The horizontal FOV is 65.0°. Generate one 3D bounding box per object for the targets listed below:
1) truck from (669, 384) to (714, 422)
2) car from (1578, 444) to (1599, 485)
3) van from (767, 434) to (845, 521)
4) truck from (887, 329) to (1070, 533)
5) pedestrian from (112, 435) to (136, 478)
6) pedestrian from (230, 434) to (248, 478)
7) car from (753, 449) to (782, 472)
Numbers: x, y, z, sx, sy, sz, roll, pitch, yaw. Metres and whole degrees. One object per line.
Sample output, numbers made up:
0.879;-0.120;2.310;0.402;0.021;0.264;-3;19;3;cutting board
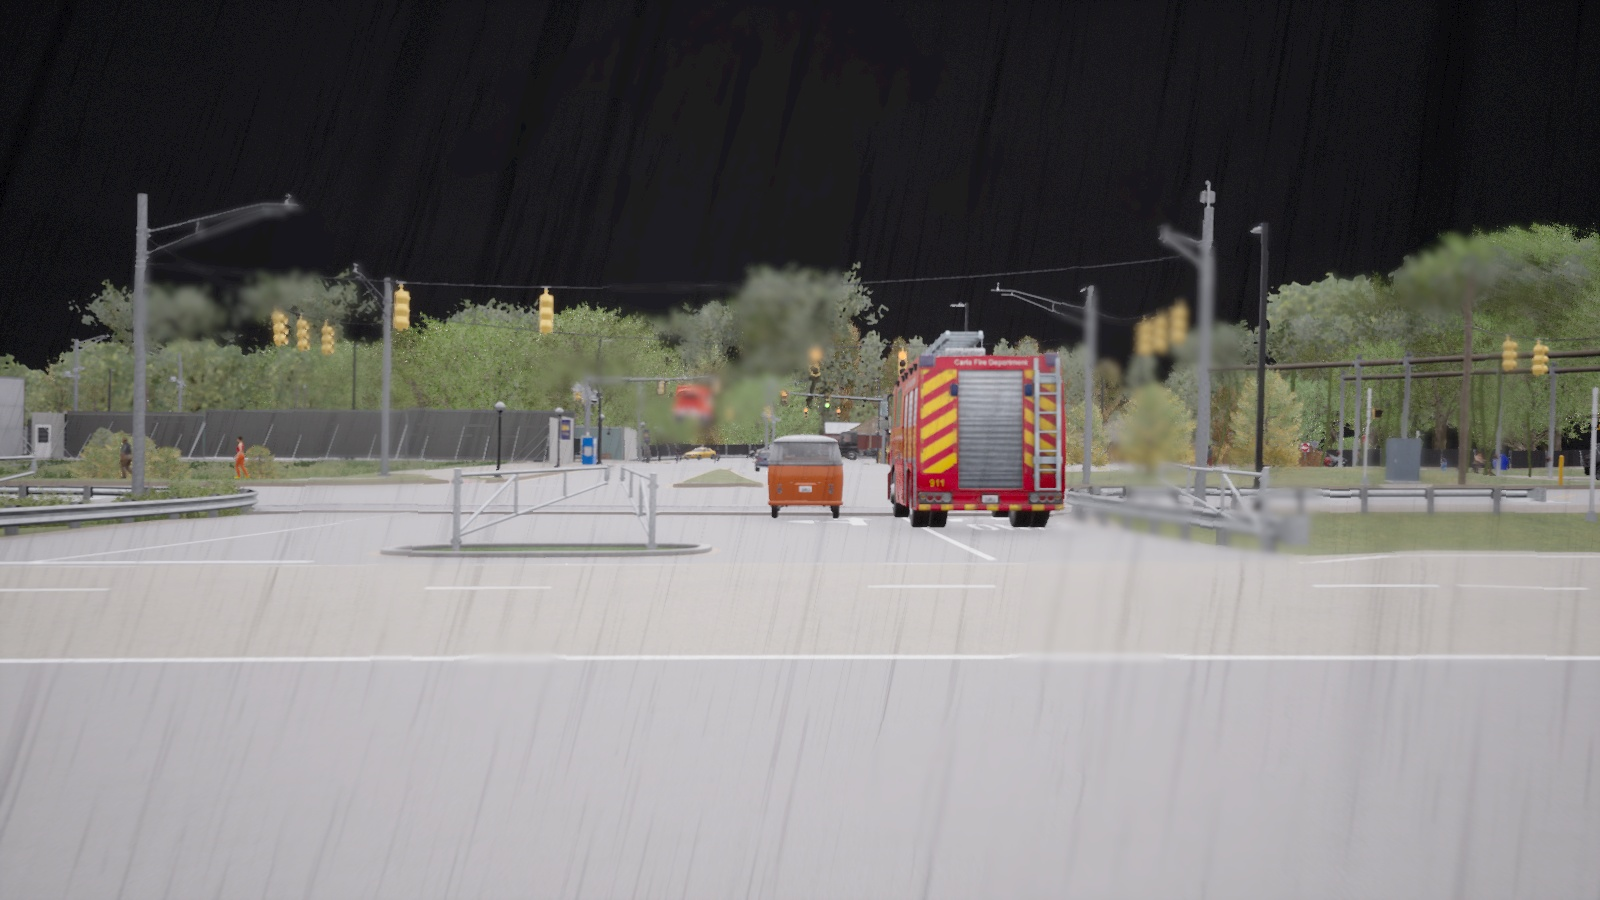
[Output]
-7.920;-3.390;91.997;2.627;2.467;5.204;3;0;1;truck
41.533;0.706;61.500;2.150;2.045;5.566;1;-1;-25;car
0.147;0.605;31.049;1.775;1.987;4.442;0;1;0;van
3.653;-0.306;27.835;2.891;3.827;8.468;0;-1;0;truck
-29.209;0.274;54.278;0.694;1.848;0.540;1;1;1;pedestrian
-24.001;0.262;53.733;0.594;1.836;0.345;1;1;-1;pedestrian
-2.289;0.741;88.220;1.789;1.549;3.705;1;0;-4;car
